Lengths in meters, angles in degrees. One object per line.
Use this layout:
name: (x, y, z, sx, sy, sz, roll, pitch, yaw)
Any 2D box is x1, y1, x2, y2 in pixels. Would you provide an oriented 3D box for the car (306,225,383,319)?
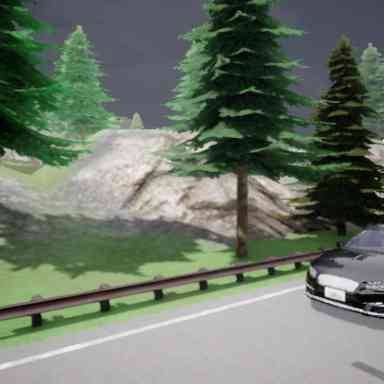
car: (4.464, 1.498, 7.150, 4.902, 1.511, 2.128, 0, 0, -35)
